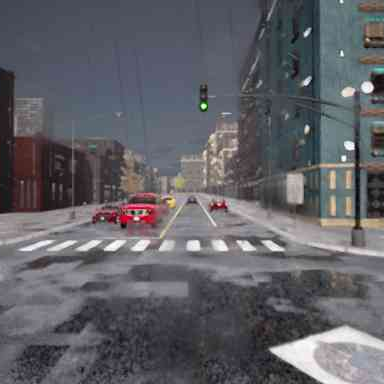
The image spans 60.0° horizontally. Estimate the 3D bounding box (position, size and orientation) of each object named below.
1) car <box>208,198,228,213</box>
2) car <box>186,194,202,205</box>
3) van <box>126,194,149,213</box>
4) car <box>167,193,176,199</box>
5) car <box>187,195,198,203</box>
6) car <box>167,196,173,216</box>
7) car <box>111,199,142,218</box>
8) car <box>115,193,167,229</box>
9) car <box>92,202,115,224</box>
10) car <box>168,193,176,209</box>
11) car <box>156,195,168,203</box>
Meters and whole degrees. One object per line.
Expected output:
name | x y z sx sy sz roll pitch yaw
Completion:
car | 2.716 1.285 35.040 1.967 1.590 4.097 1 0 0
car | 0.016 1.321 51.281 2.033 1.411 5.357 0 0 0
van | -5.662 1.186 34.981 1.690 1.788 3.998 1 0 0
car | -5.647 1.040 91.847 1.967 1.590 4.097 1 0 0
car | 0.019 1.293 61.706 1.994 1.385 4.181 0 0 0
car | -3.079 1.386 31.382 1.812 1.442 4.674 0 0 0
car | -5.668 1.415 29.295 1.887 1.381 4.507 1 0 0
car | -3.100 1.126 21.397 2.150 2.045 5.566 0 0 0
car | -5.746 1.440 23.613 1.887 1.381 4.507 1 0 0
car | -3.073 1.293 41.815 1.882 1.535 5.008 0 0 0
car | -5.658 1.303 63.416 1.802 1.307 4.206 1 0 0
